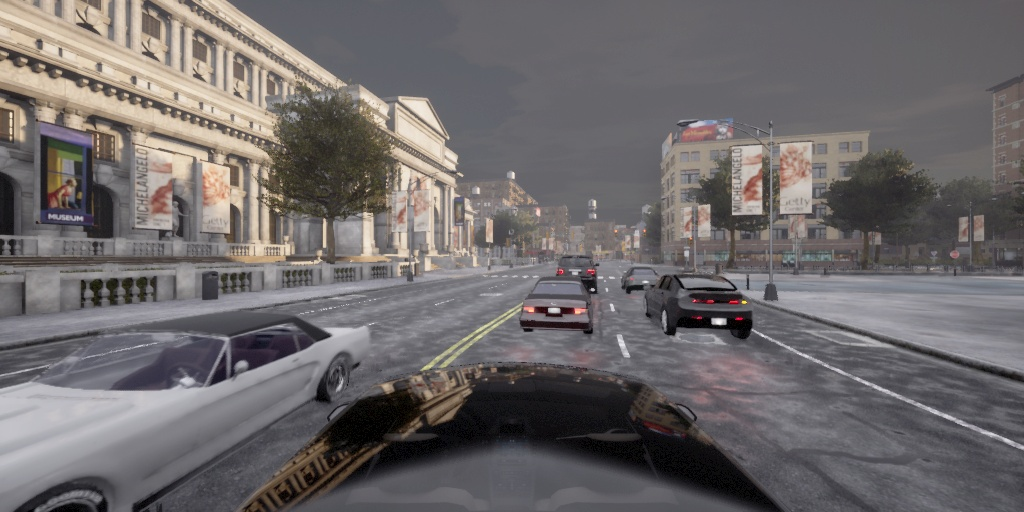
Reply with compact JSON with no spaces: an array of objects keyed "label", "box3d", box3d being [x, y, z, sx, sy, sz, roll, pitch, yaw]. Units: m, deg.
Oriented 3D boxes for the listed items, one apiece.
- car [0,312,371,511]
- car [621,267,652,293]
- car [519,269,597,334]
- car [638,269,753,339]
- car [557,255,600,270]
[{"label":"car","box3d":[-3.401,1.351,3.643,1.895,1.301,4.718,0,0,5]},{"label":"car","box3d":[7.364,1.314,20.457,1.994,1.385,4.181,0,0,13]},{"label":"car","box3d":[1.463,1.297,10.700,2.033,1.411,5.357,0,0,11]},{"label":"car","box3d":[5.014,1.250,10.232,1.837,1.490,4.892,0,-2,11]},{"label":"car","box3d":[3.801,0.971,20.677,2.150,2.045,5.566,0,0,13]}]
